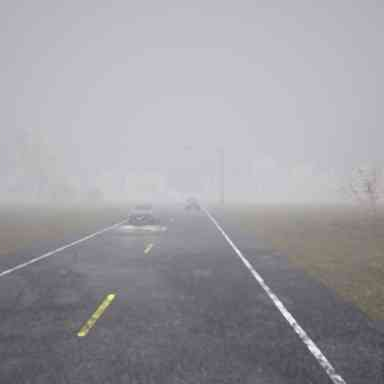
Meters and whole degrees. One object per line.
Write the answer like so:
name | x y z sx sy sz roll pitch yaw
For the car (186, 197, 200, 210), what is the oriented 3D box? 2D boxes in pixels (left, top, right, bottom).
car | 0.106 1.707 44.559 1.895 1.301 4.718 0 0 0

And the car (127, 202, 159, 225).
car | -3.594 1.566 25.028 1.837 1.490 4.892 0 0 0
